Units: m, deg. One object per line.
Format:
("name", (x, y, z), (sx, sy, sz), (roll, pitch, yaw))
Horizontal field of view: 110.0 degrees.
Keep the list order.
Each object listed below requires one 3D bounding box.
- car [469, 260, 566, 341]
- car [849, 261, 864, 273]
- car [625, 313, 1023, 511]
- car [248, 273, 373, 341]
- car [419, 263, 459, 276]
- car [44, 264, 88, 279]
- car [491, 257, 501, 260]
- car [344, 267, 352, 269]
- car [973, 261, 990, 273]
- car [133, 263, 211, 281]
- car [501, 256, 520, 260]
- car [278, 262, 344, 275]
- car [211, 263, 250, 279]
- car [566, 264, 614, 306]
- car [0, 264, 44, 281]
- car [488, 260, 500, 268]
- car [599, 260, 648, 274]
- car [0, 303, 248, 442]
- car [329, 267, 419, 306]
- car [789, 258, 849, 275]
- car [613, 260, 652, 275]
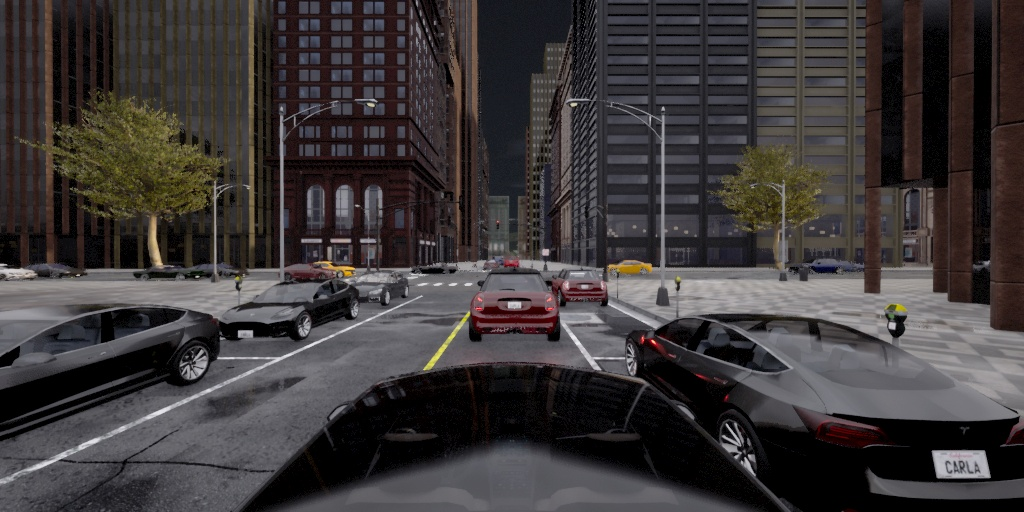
("car", (0.077, 1.102, 10.017), (2.097, 1.767, 4.553), (0, 0, 1))
("car", (36.581, 1.193, 40.409), (5.357, 1.411, 2.033), (0, 0, 0))
("car", (2.765, 1.316, 4.281), (1.948, 1.339, 4.313), (0, 0, 0))
("car", (-5.754, 1.316, 9.925), (1.948, 1.339, 4.313), (0, 0, 0))
("car", (-7.985, 1.367, 37.130), (4.718, 1.301, 1.895), (0, 0, 0))
("car", (-43.384, 1.424, 33.666), (5.357, 1.411, 2.033), (0, 0, 0))
("car", (-3.011, 1.295, 52.021), (1.812, 1.442, 4.674), (0, 0, 1))
("car", (-17.306, 1.281, 33.660), (5.008, 1.535, 1.882), (0, 0, 1))
("car", (49.215, 1.211, 37.083), (4.674, 1.442, 1.812), (0, 0, 0))
("car", (-28.886, 1.452, 30.404), (4.718, 1.301, 1.895), (0, 0, 0))
("car", (0.008, 0.994, 55.498), (2.150, 2.045, 5.566), (0, 0, 2))
("car", (-17.233, 1.344, 30.415), (4.674, 1.442, 1.812), (0, 0, -2))
("car", (-27.817, 1.380, 33.653), (5.357, 1.411, 2.033), (0, 0, 0))
("car", (2.778, 1.190, 15.553), (1.967, 1.591, 4.097), (0, 0, 0))
("car", (-43.421, 1.418, 30.418), (4.674, 1.442, 1.812), (0, 0, 0))
("car", (-3.011, 1.379, 61.377), (1.895, 1.301, 4.718), (0, 0, 0))
("car", (12.512, 1.202, 40.394), (4.892, 1.490, 1.837), (0, 0, 0))
("car", (-5.760, 1.315, 4.288), (1.948, 1.339, 4.313), (0, 0, 0))
("car", (-5.747, 1.301, 15.562), (2.007, 1.370, 4.403), (0, 0, 0))
("car", (31.436, 1.024, 37.159), (4.553, 1.767, 2.097), (0, 0, 0))
("car", (11.859, 1.191, 37.146), (5.008, 1.535, 1.882), (0, 0, 0))
